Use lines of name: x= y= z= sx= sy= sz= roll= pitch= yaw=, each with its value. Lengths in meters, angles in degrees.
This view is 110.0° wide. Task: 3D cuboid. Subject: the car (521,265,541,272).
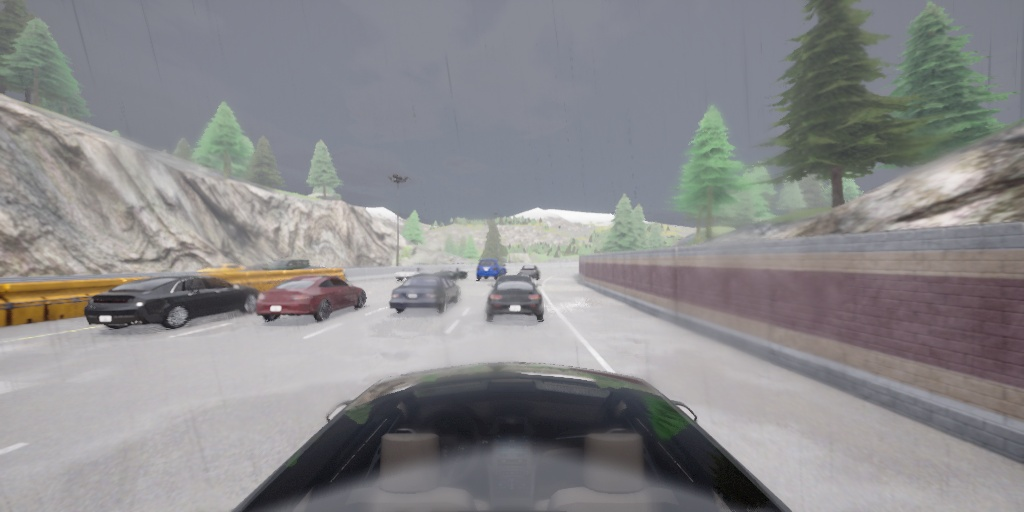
car: x=1.810 y=1.603 z=35.245 sx=2.128 sy=1.511 sz=4.902 roll=0 pitch=-1 yaw=9

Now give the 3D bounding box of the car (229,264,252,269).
car: x=-26.319 y=1.640 z=37.573 sx=1.837 sy=1.490 sz=4.892 roll=0 pitch=-1 yaw=8

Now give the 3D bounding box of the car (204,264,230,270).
car: x=-29.893 y=1.609 z=37.260 sx=1.882 sy=1.535 sz=5.008 roll=0 pitch=-1 yaw=8

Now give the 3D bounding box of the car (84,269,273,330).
car: x=-10.400 y=1.363 z=11.606 sx=1.837 sy=1.490 sz=4.892 roll=0 pitch=0 yaw=0

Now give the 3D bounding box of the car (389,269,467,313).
car: x=-3.375 y=1.438 z=14.797 sx=2.033 sy=1.411 sz=5.357 roll=0 pitch=-1 yaw=1

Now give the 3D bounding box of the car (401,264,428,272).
car: x=-9.052 y=1.695 z=33.694 sx=1.895 sy=1.301 sz=4.718 roll=0 pitch=-1 yaw=7

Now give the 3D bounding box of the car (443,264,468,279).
car: x=-5.520 y=1.695 z=33.692 sx=1.895 sy=1.301 sz=4.718 roll=0 pitch=-1 yaw=8

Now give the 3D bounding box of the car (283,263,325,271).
car: x=-19.608 y=1.672 z=35.059 sx=1.994 sy=1.385 sz=4.181 roll=0 pitch=-1 yaw=8

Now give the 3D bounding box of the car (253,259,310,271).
car: x=-22.955 y=1.346 z=36.584 sx=2.150 sy=2.045 sz=5.566 roll=0 pitch=-1 yaw=8

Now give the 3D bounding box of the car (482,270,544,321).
car: x=0.102 y=1.396 z=12.850 sx=1.812 sy=1.442 sz=4.674 roll=0 pitch=-1 yaw=0

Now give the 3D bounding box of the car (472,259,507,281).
car: x=-1.893 y=1.323 z=34.343 sx=2.150 sy=2.045 sz=5.566 roll=0 pitch=-1 yaw=8

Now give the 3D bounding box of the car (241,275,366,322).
car: x=-6.898 y=1.395 z=12.783 sx=1.812 sy=1.442 sz=4.674 roll=0 pitch=-1 yaw=0
